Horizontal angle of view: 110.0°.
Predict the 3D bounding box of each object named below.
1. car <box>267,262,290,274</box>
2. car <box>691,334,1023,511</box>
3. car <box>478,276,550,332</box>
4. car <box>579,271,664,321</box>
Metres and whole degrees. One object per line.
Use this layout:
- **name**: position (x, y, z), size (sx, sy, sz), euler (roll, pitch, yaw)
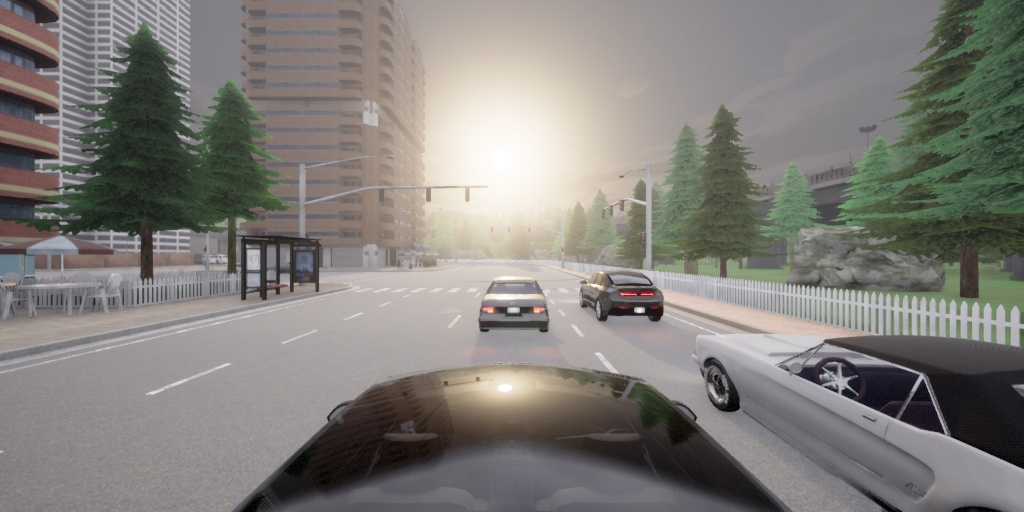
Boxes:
- **car**: position (-23.736, 1.331, 37.772), size (4.674, 1.442, 1.812), euler (0, 0, 0)
- **car**: position (3.514, 1.351, 3.113), size (1.895, 1.301, 4.718), euler (0, 0, 1)
- **car**: position (0.081, 1.297, 10.787), size (2.033, 1.411, 5.357), euler (0, 0, 1)
- **car**: position (3.568, 1.255, 12.375), size (1.837, 1.490, 4.892), euler (0, 0, 1)
